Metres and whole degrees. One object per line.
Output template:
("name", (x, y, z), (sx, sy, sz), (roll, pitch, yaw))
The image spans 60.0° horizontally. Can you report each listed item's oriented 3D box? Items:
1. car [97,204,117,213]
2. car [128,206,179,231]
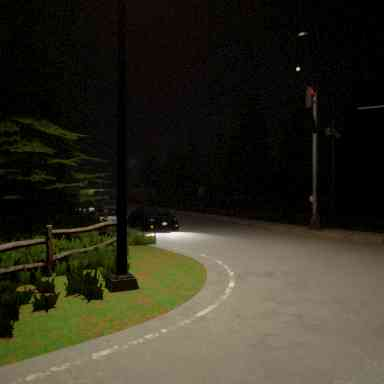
("car", (-7.855, 1.499, 31.597), (1.812, 1.442, 4.674), (0, 0, -24))
("car", (-2.384, 1.537, 19.750), (1.994, 1.385, 4.181), (0, 0, -27))
